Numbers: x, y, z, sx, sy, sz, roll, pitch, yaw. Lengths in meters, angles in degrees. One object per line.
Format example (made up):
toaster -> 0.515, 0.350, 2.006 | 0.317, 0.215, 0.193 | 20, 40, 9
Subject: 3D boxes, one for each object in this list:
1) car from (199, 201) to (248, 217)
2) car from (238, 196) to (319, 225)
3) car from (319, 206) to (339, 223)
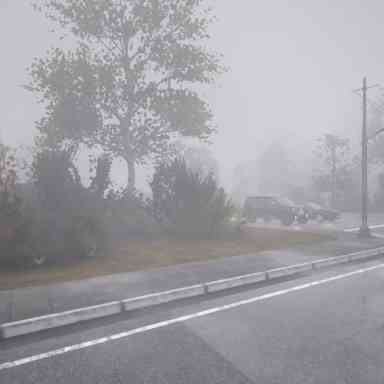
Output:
car -> 3.113, 1.706, 34.201 | 1.882, 1.535, 5.008 | 0, -1, -43
car -> 6.265, 1.316, 25.146 | 2.150, 2.045, 5.566 | 0, -1, -37
car -> 9.300, 1.566, 26.890 | 1.882, 1.535, 5.008 | 0, -1, -39
